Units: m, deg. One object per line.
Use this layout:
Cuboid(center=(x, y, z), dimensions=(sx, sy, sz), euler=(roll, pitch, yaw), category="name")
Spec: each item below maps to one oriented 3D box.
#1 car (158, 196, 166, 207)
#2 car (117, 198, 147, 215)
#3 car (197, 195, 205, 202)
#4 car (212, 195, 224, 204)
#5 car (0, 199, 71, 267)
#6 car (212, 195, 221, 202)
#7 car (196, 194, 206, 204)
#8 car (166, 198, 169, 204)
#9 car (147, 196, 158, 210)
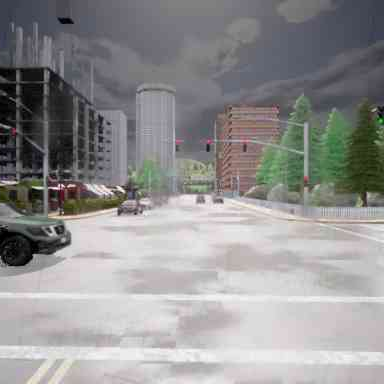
Cuboid(center=(-5.698, 1.352, 51.767), dimensions=(2.097, 1.767, 4.553), euler=(0, 0, 1), category="car")
Cuboid(center=(-6.170, 1.526, 33.672), dimensions=(1.812, 1.442, 4.674), euler=(0, 0, 2), category="car")
Cuboid(center=(1.960, 1.326, 74.667), dimensions=(1.837, 1.490, 4.892), euler=(0, 0, 1), category="car")
Cuboid(center=(5.241, 1.525, 65.714), dimensions=(1.812, 1.442, 4.674), euler=(0, 0, 1), category="car")
Cuboid(center=(-6.985, 1.220, 11.063), dimensions=(5.566, 2.045, 2.150), euler=(0, 0, 3), category="car")
Cuboid(center=(5.460, 1.421, 74.610), dimensions=(1.895, 1.301, 4.718), euler=(0, 0, 1), category="car")
Cuboid(center=(1.734, 1.601, 65.482), dimensions=(1.895, 1.301, 4.718), euler=(0, 0, 1), category="car")
Cuboid(center=(-5.429, 1.564, 61.690), dimensions=(1.994, 1.385, 4.181), euler=(0, 0, 2), category="car")
Cuboid(center=(-5.927, 1.526, 42.762), dimensions=(1.812, 1.442, 4.674), euler=(0, 0, 1), category="car")
